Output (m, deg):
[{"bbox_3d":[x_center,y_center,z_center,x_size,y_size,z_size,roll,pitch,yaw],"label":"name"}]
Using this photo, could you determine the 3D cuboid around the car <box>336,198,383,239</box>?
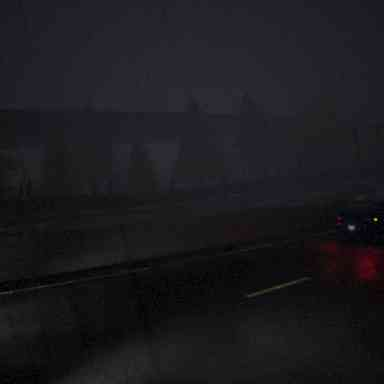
[{"bbox_3d":[7.719,0.954,13.562,4.674,1.442,1.812,-5,3,-36],"label":"car"}]
